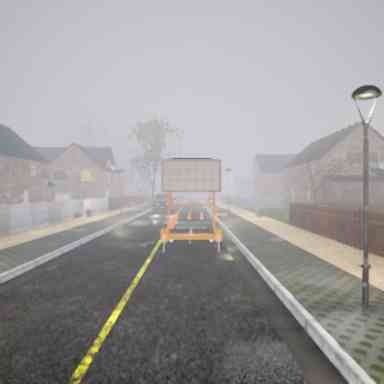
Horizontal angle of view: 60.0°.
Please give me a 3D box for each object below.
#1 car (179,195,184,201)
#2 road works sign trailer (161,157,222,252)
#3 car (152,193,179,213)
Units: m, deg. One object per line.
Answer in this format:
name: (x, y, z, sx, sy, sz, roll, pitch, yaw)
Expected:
car: (-2.874, 1.349, 76.222, 1.882, 1.535, 5.008, 0, 0, 0)
road works sign trailer: (-0.023, 0.407, 13.502, 2.380, 3.560, 2.880, 0, 0, 0)
car: (-2.905, 1.136, 35.324, 2.150, 2.045, 5.566, 0, 0, 0)
